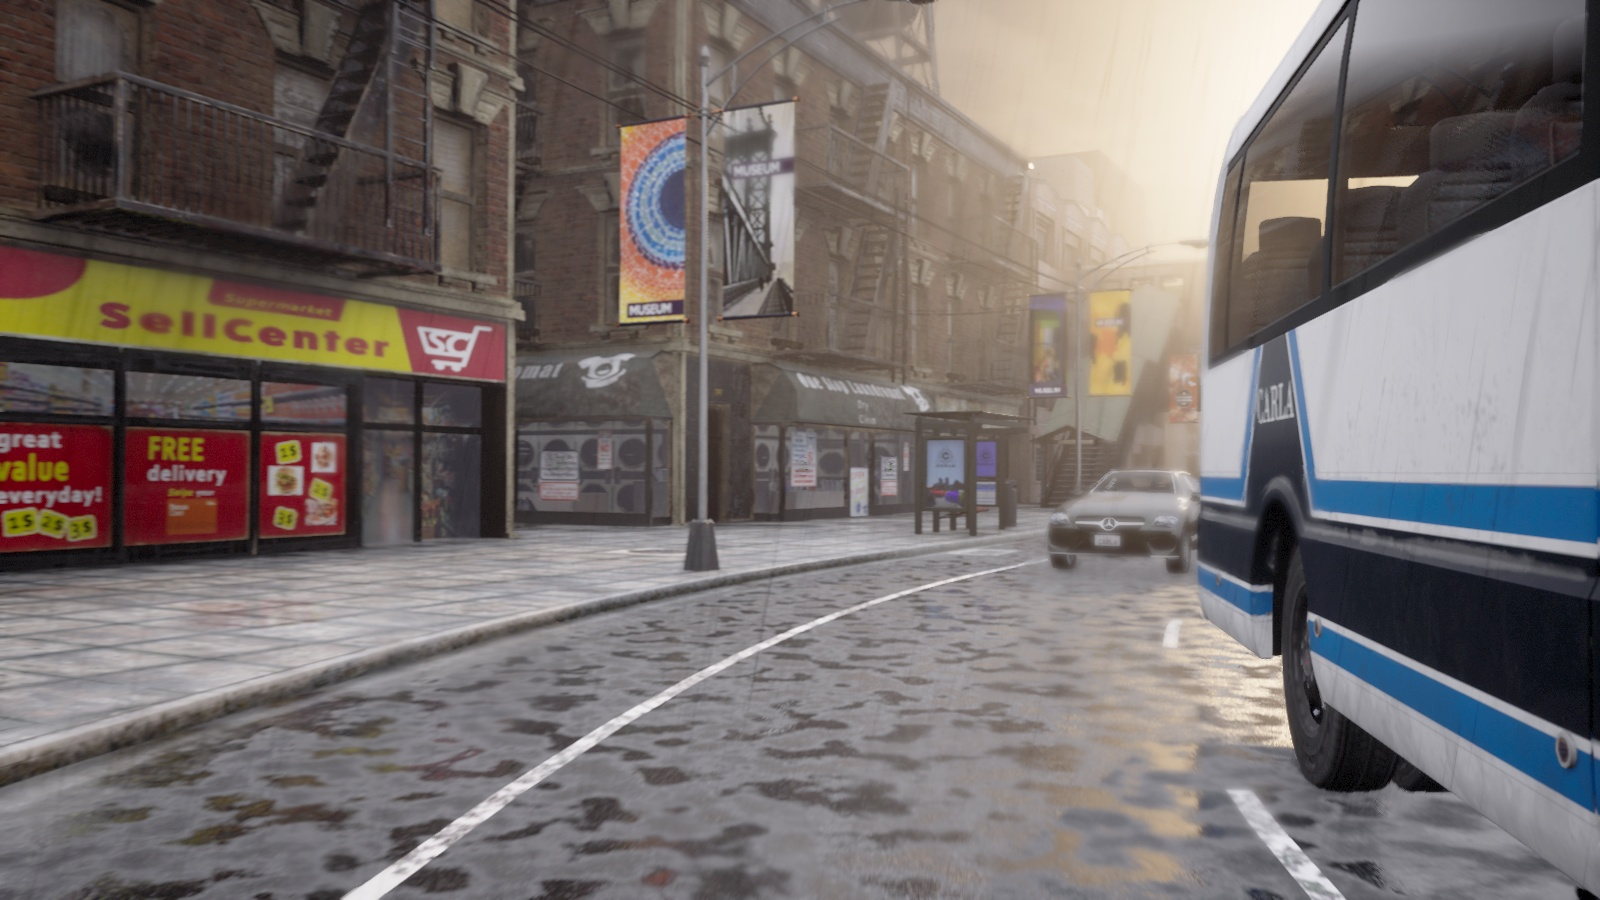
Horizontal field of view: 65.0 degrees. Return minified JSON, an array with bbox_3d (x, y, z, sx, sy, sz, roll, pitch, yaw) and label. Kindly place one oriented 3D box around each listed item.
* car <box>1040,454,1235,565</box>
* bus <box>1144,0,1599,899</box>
[{"bbox_3d":[5.910,0.936,21.500,2.152,1.651,5.027,-1,-1,28],"label":"car"},{"bbox_3d":[3.585,-0.514,3.492,3.944,4.253,10.273,-1,-1,9],"label":"bus"}]
